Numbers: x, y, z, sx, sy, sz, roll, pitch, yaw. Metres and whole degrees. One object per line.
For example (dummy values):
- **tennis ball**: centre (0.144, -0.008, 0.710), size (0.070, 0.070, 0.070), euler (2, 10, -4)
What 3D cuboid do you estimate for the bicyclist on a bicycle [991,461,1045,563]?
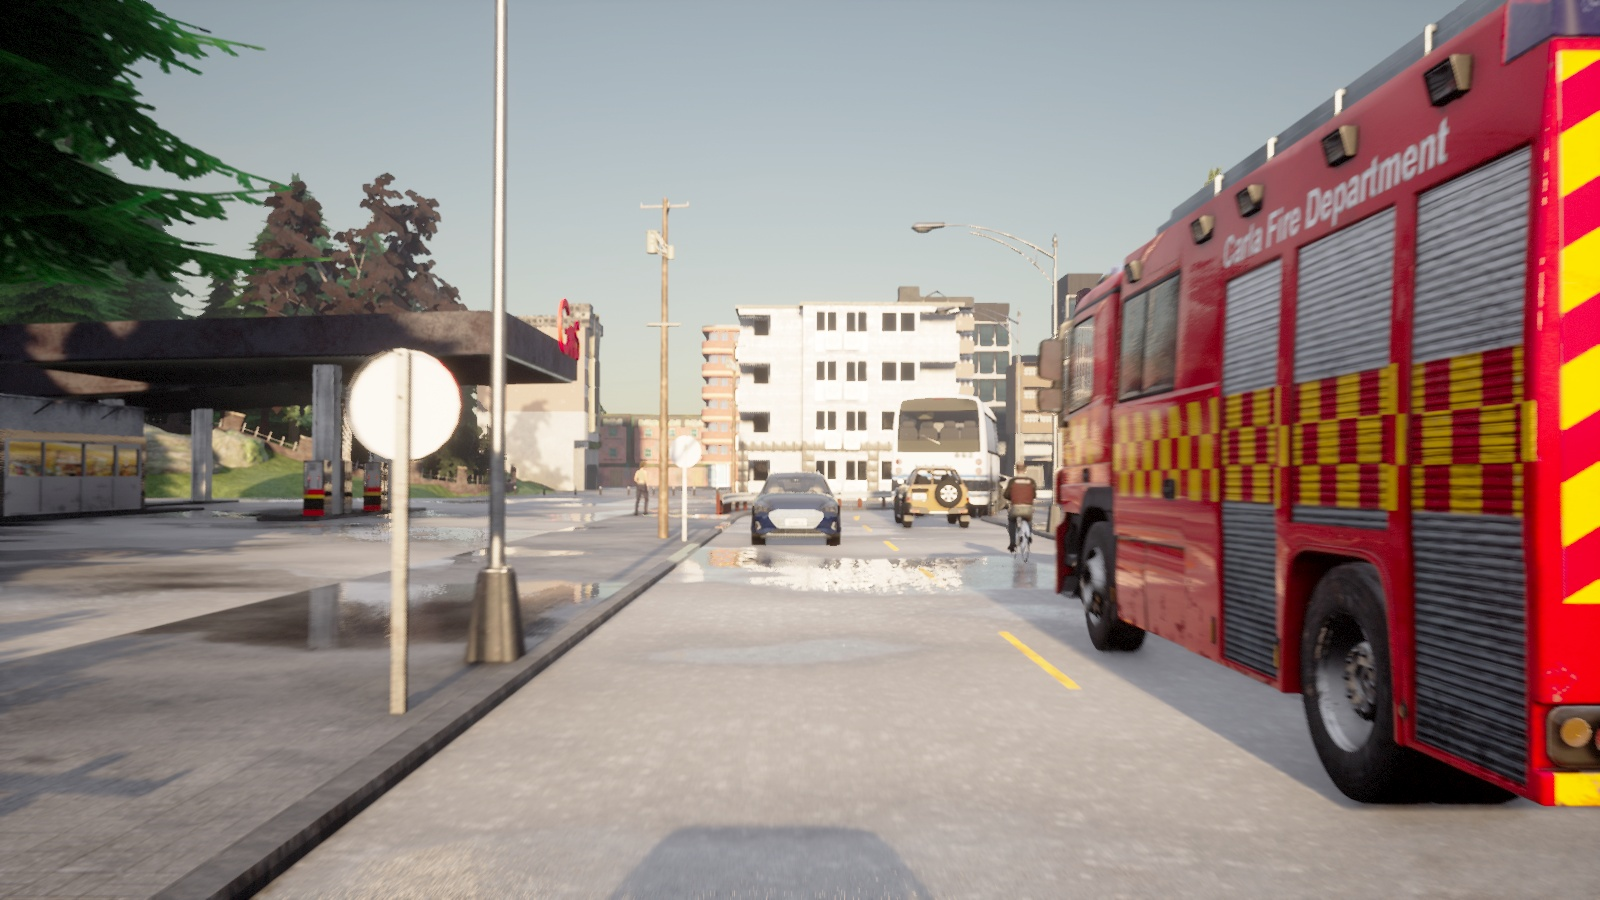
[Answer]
- **bicyclist on a bicycle**: centre (3.938, 1.102, 22.799), size (0.659, 1.776, 1.843), euler (0, -1, 0)

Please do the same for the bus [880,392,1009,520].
- **bus**: centre (5.700, 0.319, 47.413), size (3.944, 4.253, 10.273), euler (0, -1, 11)

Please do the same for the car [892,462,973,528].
- **car**: centre (3.899, 1.325, 37.570), size (1.932, 1.855, 4.605), euler (0, -1, 0)

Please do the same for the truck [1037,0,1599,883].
- **truck**: centre (3.971, -0.195, 9.001), size (2.891, 3.827, 8.468), euler (0, -1, 0)

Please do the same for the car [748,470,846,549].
- **car**: centre (-0.079, 1.286, 28.551), size (2.033, 1.649, 4.856), euler (0, -1, 0)

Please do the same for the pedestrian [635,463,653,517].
- **pedestrian**: centre (-5.292, 1.350, 42.546), size (0.345, 1.836, 0.594), euler (-1, -1, 22)
